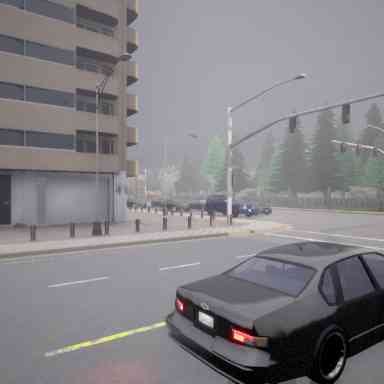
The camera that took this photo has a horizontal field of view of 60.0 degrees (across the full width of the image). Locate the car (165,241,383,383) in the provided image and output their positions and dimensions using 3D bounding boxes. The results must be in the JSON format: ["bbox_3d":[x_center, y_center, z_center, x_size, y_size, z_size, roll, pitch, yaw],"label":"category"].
[{"bbox_3d":[2.217,1.547,5.361,5.357,1.411,2.033,0,0,-35],"label":"car"}]

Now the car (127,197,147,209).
[{"bbox_3d":[-8.185,1.560,47.846,1.837,1.490,4.892,0,0,-36],"label":"car"}]

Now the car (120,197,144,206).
[{"bbox_3d":[-10.339,1.603,56.893,2.033,1.411,5.357,0,0,-35],"label":"car"}]

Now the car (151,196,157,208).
[{"bbox_3d":[-4.164,1.407,48.252,2.097,1.767,4.553,0,0,-36],"label":"car"}]

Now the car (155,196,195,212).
[{"bbox_3d":[-2.106,1.560,39.393,1.837,1.490,4.892,0,0,-36],"label":"car"}]

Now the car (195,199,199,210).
[{"bbox_3d":[1.077,1.581,40.976,1.812,1.442,4.674,0,0,-36],"label":"car"}]

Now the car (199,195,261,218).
[{"bbox_3d":[3.488,1.277,31.624,2.150,2.045,5.566,0,0,-36],"label":"car"}]

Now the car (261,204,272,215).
[{"bbox_3d":[6.110,1.619,33.974,1.994,1.385,4.181,0,0,-36],"label":"car"}]
